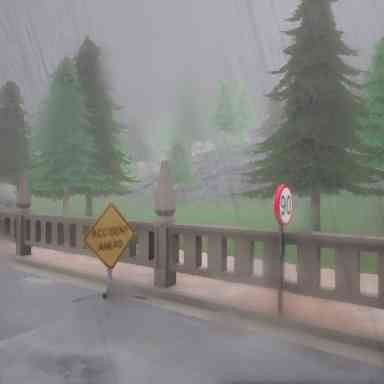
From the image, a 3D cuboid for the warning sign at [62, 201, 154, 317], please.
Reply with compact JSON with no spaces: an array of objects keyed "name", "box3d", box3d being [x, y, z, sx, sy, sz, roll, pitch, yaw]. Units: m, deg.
[{"name":"warning sign","box3d":[-1.549,1.114,6.264,1.060,1.860,1.300,0,0,36]}]
